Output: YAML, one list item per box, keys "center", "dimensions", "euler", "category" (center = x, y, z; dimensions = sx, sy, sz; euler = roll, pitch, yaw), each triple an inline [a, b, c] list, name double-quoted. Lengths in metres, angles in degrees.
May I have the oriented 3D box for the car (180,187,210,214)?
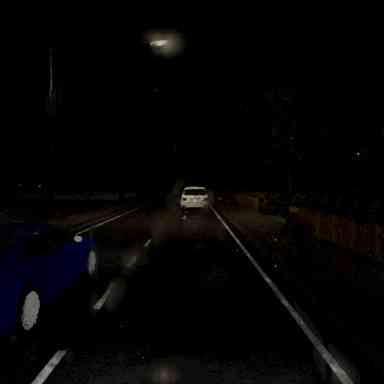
- center: [0.235, 0.631, 26.817]
  dimensions: [2.150, 2.045, 5.566]
  euler: [0, 1, 0]
  category: "car"

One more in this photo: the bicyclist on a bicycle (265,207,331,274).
- center: [2.574, 1.177, 8.304]
  dimensions: [1.656, 1.620, 0.582]
  euler: [-9, 1, 1]
  category: "bicyclist on a bicycle"

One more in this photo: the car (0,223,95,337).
- center: [-3.352, 1.330, 6.404]
  dimensions: [1.882, 1.535, 5.008]
  euler: [0, 1, 0]
  category: "car"
